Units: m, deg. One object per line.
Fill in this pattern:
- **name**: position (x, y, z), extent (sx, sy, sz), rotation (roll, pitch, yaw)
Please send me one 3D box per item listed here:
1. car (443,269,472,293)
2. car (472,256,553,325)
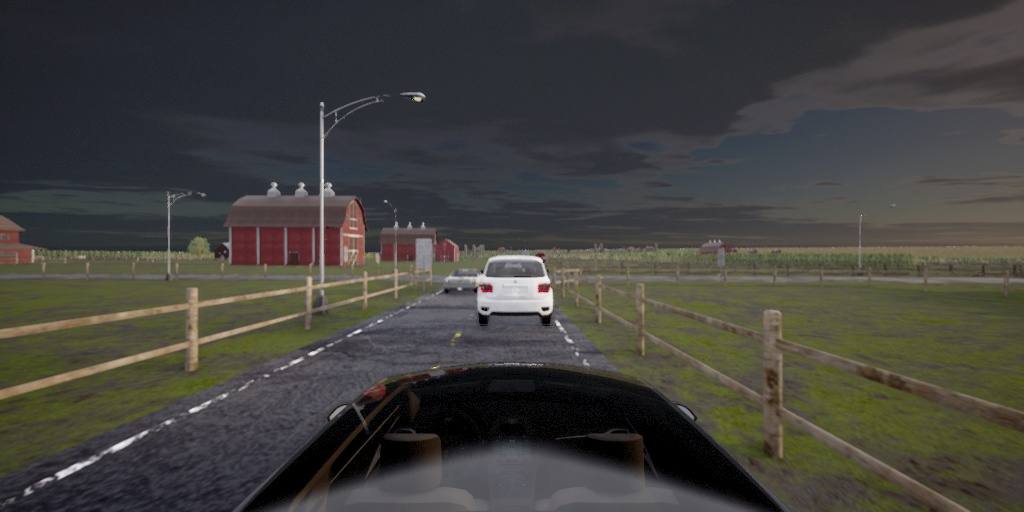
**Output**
- **car**: position (-2.763, 1.432, 21.156), extent (1.895, 1.301, 4.718), rotation (0, 0, 0)
- **car**: position (0.092, 1.011, 12.185), extent (2.150, 2.045, 5.566), rotation (0, 0, 0)
